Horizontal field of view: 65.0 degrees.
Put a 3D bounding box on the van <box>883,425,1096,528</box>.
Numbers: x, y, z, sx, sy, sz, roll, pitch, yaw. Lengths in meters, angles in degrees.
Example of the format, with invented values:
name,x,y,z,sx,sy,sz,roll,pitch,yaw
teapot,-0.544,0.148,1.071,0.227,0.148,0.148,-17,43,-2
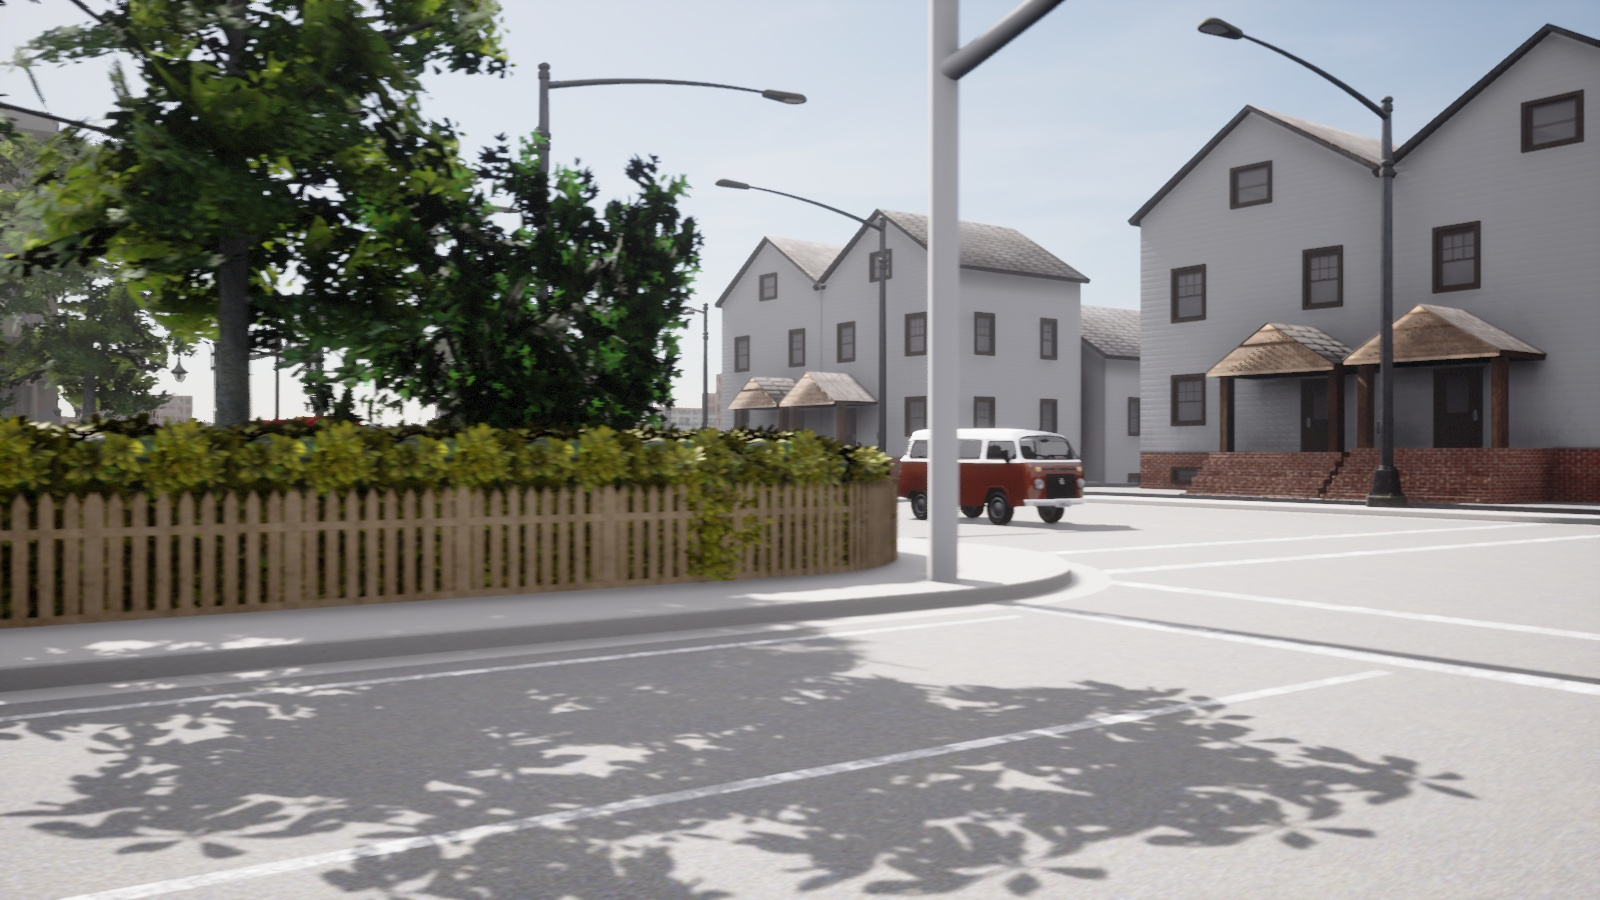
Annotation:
name,x,y,z,sx,sy,sz,roll,pitch,yaw
van,4.018,0.527,27.326,2.069,2.038,4.480,0,0,-35
